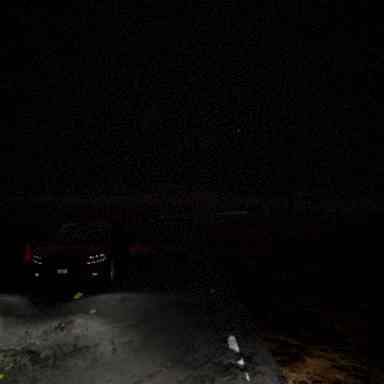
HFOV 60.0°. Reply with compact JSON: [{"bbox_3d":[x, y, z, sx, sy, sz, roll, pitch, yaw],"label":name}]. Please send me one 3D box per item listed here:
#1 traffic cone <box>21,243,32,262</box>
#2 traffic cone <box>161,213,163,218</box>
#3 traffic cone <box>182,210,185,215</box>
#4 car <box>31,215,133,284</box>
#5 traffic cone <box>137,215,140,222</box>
[{"bbox_3d":[-5.401,1.991,10.965,0.340,0.580,0.340,0,0,-4],"label":"traffic cone"},{"bbox_3d":[-2.855,2.196,31.727,0.340,0.580,0.340,0,-1,18],"label":"traffic cone"},{"bbox_3d":[-0.940,2.276,36.636,0.340,0.580,0.340,0,-1,24],"label":"traffic cone"},{"bbox_3d":[-2.982,1.513,9.931,1.882,1.535,5.008,0,0,-2],"label":"car"},{"bbox_3d":[-4.269,2.128,26.651,0.340,0.580,0.340,0,-1,13],"label":"traffic cone"}]
